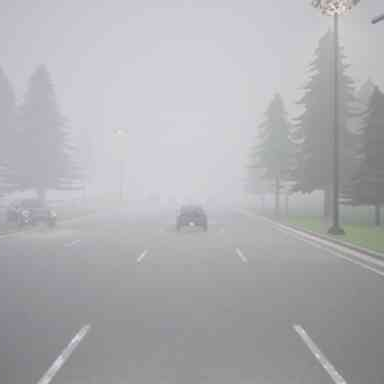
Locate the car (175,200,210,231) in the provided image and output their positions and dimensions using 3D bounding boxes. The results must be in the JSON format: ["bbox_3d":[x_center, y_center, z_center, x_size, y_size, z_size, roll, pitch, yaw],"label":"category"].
[{"bbox_3d":[-0.005,1.500,20.666,1.837,1.490,4.892,0,0,0],"label":"car"}]

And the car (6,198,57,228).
[{"bbox_3d":[-10.267,1.235,21.254,2.097,1.767,4.553,4,-1,-40],"label":"car"}]

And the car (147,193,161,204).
[{"bbox_3d":[-7.006,1.203,62.142,2.150,2.045,5.566,0,0,0],"label":"car"}]

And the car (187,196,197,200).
[{"bbox_3d":[-0.006,1.529,62.113,2.033,1.411,5.357,0,0,0],"label":"car"}]

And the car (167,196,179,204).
[{"bbox_3d":[-3.506,1.507,62.112,1.812,1.442,4.674,0,0,0],"label":"car"}]

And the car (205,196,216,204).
[{"bbox_3d":[3.494,1.486,62.113,1.837,1.490,4.892,0,0,0],"label":"car"}]
